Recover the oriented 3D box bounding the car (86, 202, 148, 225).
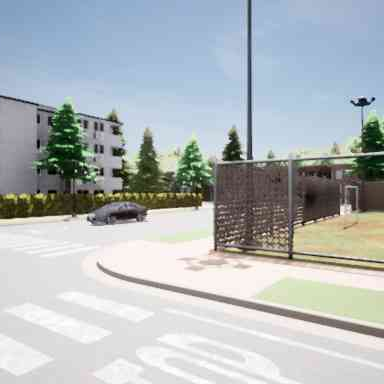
[{"bbox_3d":[-5.296,1.486,24.006,2.128,1.511,4.902,0,0,35],"label":"car"}]
